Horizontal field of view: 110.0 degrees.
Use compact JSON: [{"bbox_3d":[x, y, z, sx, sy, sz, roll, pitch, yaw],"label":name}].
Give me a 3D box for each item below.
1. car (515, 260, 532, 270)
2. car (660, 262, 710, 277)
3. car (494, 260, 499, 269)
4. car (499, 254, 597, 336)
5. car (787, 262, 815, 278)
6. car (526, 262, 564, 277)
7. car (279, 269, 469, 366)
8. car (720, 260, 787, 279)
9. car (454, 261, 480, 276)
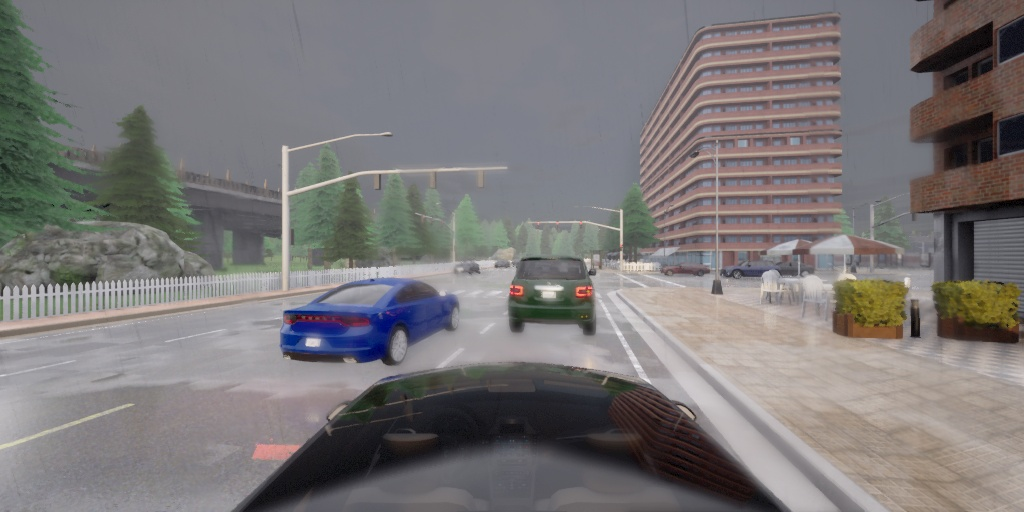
[{"bbox_3d":[1.765,1.314,54.442,1.994,1.385,4.181,0,0,10],"label":"car"},{"bbox_3d":[17.701,1.331,36.793,4.674,1.442,1.812,0,0,13],"label":"car"},{"bbox_3d":[-1.516,1.255,55.955,1.837,1.490,4.892,0,0,10],"label":"car"},{"bbox_3d":[1.320,0.971,10.720,2.150,2.045,5.566,0,0,10],"label":"car"},{"bbox_3d":[26.616,1.310,35.121,4.892,1.490,1.837,0,0,10],"label":"car"},{"bbox_3d":[3.364,1.340,37.244,1.994,1.385,4.181,0,0,-26],"label":"car"},{"bbox_3d":[-2.709,1.228,8.141,1.882,1.535,5.008,0,0,11],"label":"car"},{"bbox_3d":[21.519,1.157,32.484,4.553,1.767,2.097,0,0,10],"label":"car"},{"bbox_3d":[-4.711,1.245,37.929,2.128,1.511,4.902,0,0,10],"label":"car"}]
